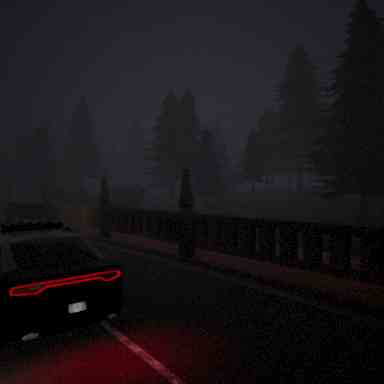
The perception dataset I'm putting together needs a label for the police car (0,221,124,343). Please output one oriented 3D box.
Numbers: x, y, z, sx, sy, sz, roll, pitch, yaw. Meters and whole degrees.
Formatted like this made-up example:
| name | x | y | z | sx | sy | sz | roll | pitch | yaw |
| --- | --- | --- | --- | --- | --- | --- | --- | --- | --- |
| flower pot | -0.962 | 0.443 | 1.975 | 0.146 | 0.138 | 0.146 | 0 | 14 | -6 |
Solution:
| name | x | y | z | sx | sy | sz | roll | pitch | yaw |
| --- | --- | --- | --- | --- | --- | --- | --- | --- | --- |
| police car | -3.241 | 1.428 | 6.712 | 1.930 | 1.638 | 5.238 | -1 | 0 | -39 |
